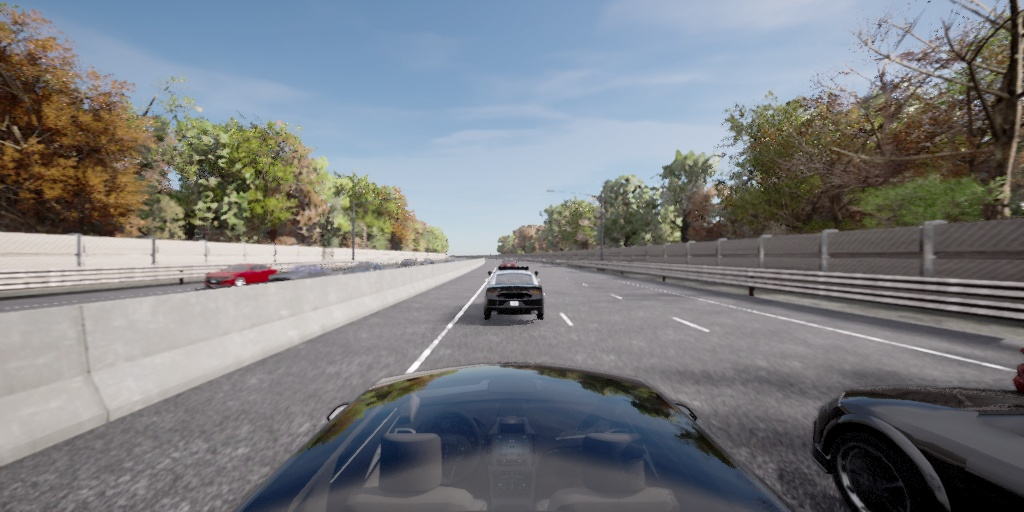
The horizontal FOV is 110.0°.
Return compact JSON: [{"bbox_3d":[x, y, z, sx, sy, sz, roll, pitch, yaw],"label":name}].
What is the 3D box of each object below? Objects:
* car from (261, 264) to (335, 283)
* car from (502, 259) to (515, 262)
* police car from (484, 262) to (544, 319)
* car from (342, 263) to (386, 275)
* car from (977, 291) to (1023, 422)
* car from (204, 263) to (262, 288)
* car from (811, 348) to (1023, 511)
[{"bbox_3d":[-14.266,1.305,24.699,2.033,1.411,5.357,0,0,-1],"label":"car"},{"bbox_3d":[-0.411,1.117,43.061,2.097,1.767,4.553,0,0,-1],"label":"car"},{"bbox_3d":[0.050,1.179,13.018,1.930,1.638,5.238,0,0,0],"label":"police car"},{"bbox_3d":[-10.792,1.263,26.487,1.837,1.490,4.892,0,0,-1],"label":"car"},{"bbox_3d":[7.092,1.227,2.242,1.882,1.535,5.008,0,0,0],"label":"car"},{"bbox_3d":[-17.755,1.234,23.793,1.882,1.535,5.008,0,0,-1],"label":"car"},{"bbox_3d":[3.592,1.313,1.362,1.994,1.385,4.181,0,0,0],"label":"car"}]
